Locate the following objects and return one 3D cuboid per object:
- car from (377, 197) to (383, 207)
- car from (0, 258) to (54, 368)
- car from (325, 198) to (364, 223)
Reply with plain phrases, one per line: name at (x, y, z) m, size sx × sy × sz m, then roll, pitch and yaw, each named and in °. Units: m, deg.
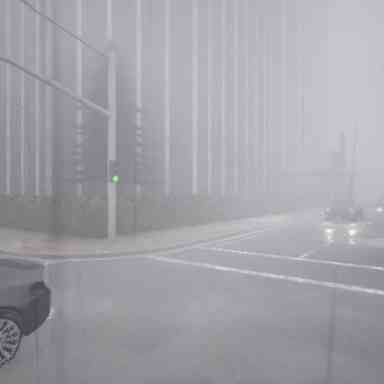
car at (28.415, 1.429, 48.745) m, size 2.128 × 1.511 × 4.902 m, roll 0°, pitch 0°, yaw 36°
car at (-3.993, 1.492, 3.525) m, size 2.128 × 1.511 × 4.902 m, roll 0°, pitch 0°, yaw 36°
car at (11.726, 1.301, 25.460) m, size 2.097 × 1.767 × 4.553 m, roll 0°, pitch 0°, yaw 36°
